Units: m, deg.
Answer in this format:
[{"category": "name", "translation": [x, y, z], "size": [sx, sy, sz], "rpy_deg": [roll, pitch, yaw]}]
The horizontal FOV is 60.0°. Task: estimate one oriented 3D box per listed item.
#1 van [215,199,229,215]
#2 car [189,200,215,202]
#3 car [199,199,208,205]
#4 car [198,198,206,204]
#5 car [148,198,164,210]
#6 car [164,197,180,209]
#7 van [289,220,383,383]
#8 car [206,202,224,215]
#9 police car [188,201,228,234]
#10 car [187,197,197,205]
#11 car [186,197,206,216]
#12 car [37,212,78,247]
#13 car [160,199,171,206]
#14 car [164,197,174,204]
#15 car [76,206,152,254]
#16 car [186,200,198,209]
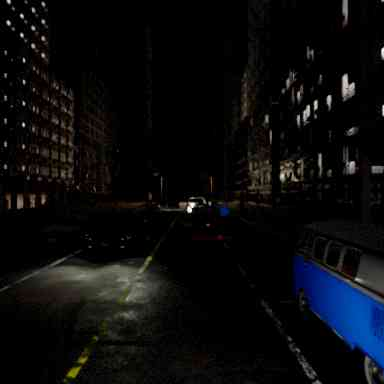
[{"category": "van", "translation": [2.674, 1.641, 33.081], "size": [1.690, 1.788, 3.998], "rpy_deg": [0, -1, 0]}, {"category": "car", "translation": [0.887, 1.757, 30.812], "size": [1.882, 1.535, 5.008], "rpy_deg": [0, -1, 0]}, {"category": "car", "translation": [2.657, 2.266, 78.421], "size": [2.008, 1.369, 4.403], "rpy_deg": [0, -1, 0]}, {"category": "car", "translation": [2.652, 2.365, 89.756], "size": [1.887, 1.381, 4.507], "rpy_deg": [0, -1, 0]}, {"category": "car", "translation": [-5.712, 1.980, 49.910], "size": [1.752, 1.417, 4.829], "rpy_deg": [0, -1, 0]}, {"category": "car", "translation": [-3.086, 1.980, 55.238], "size": [1.882, 1.535, 5.008], "rpy_deg": [0, -1, 0]}, {"category": "van", "translation": [2.686, 1.385, 4.742], "size": [1.690, 1.788, 3.998], "rpy_deg": [0, -1, 0]}, {"category": "car", "translation": [2.672, 1.878, 38.916], "size": [1.752, 1.417, 4.829], "rpy_deg": [0, -1, 0]}, {"category": "police car", "translation": [0.891, 1.614, 20.923], "size": [1.930, 1.638, 5.238], "rpy_deg": [0, -1, 0]}, {"category": "car", "translation": [-0.029, 1.886, 72.139], "size": [2.097, 1.767, 4.553], "rpy_deg": [0, -1, 0]}, {"category": "car", "translation": [0.645, 1.558, 36.923], "size": [2.150, 2.045, 5.566], "rpy_deg": [0, -1, 4]}, {"category": "car", "translation": [-5.698, 1.669, 15.904], "size": [1.752, 1.417, 4.829], "rpy_deg": [0, -1, 0]}, {"category": "car", "translation": [-5.721, 2.215, 72.751], "size": [2.008, 1.369, 4.403], "rpy_deg": [0, -1, 0]}, {"category": "car", "translation": [-5.726, 2.084, 84.088], "size": [2.192, 1.841, 5.009], "rpy_deg": [0, -1, 0]}, {"category": "car", "translation": [-3.107, 1.608, 14.364], "size": [1.882, 1.535, 5.008], "rpy_deg": [0, -1, 0]}, {"category": "car", "translation": [-0.023, 2.084, 57.166], "size": [1.994, 1.385, 4.181], "rpy_deg": [0, -1, 0]}]
